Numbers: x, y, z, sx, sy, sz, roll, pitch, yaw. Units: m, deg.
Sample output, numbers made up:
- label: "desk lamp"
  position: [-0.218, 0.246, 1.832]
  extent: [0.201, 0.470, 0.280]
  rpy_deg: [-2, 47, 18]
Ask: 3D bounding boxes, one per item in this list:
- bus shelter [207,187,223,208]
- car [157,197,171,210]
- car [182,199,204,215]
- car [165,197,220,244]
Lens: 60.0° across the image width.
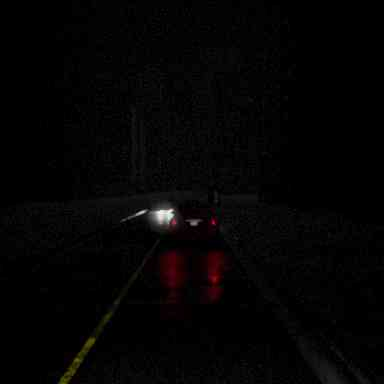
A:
- label: "bus shelter"
  position: [3.114, 0.684, 45.538]
  extent: [1.920, 2.740, 3.880]
  rpy_deg: [0, 0, 0]
- label: "car"
  position: [-3.100, 1.321, 40.707]
  extent: [2.128, 1.511, 4.902]
  rpy_deg: [0, 0, 0]
- label: "car"
  position: [0.087, 1.428, 32.250]
  extent: [1.994, 1.385, 4.181]
  rpy_deg: [0, 0, 0]
- label: "car"
  position: [0.088, 1.282, 15.448]
  extent: [2.097, 1.767, 4.553]
  rpy_deg: [0, 0, 0]
